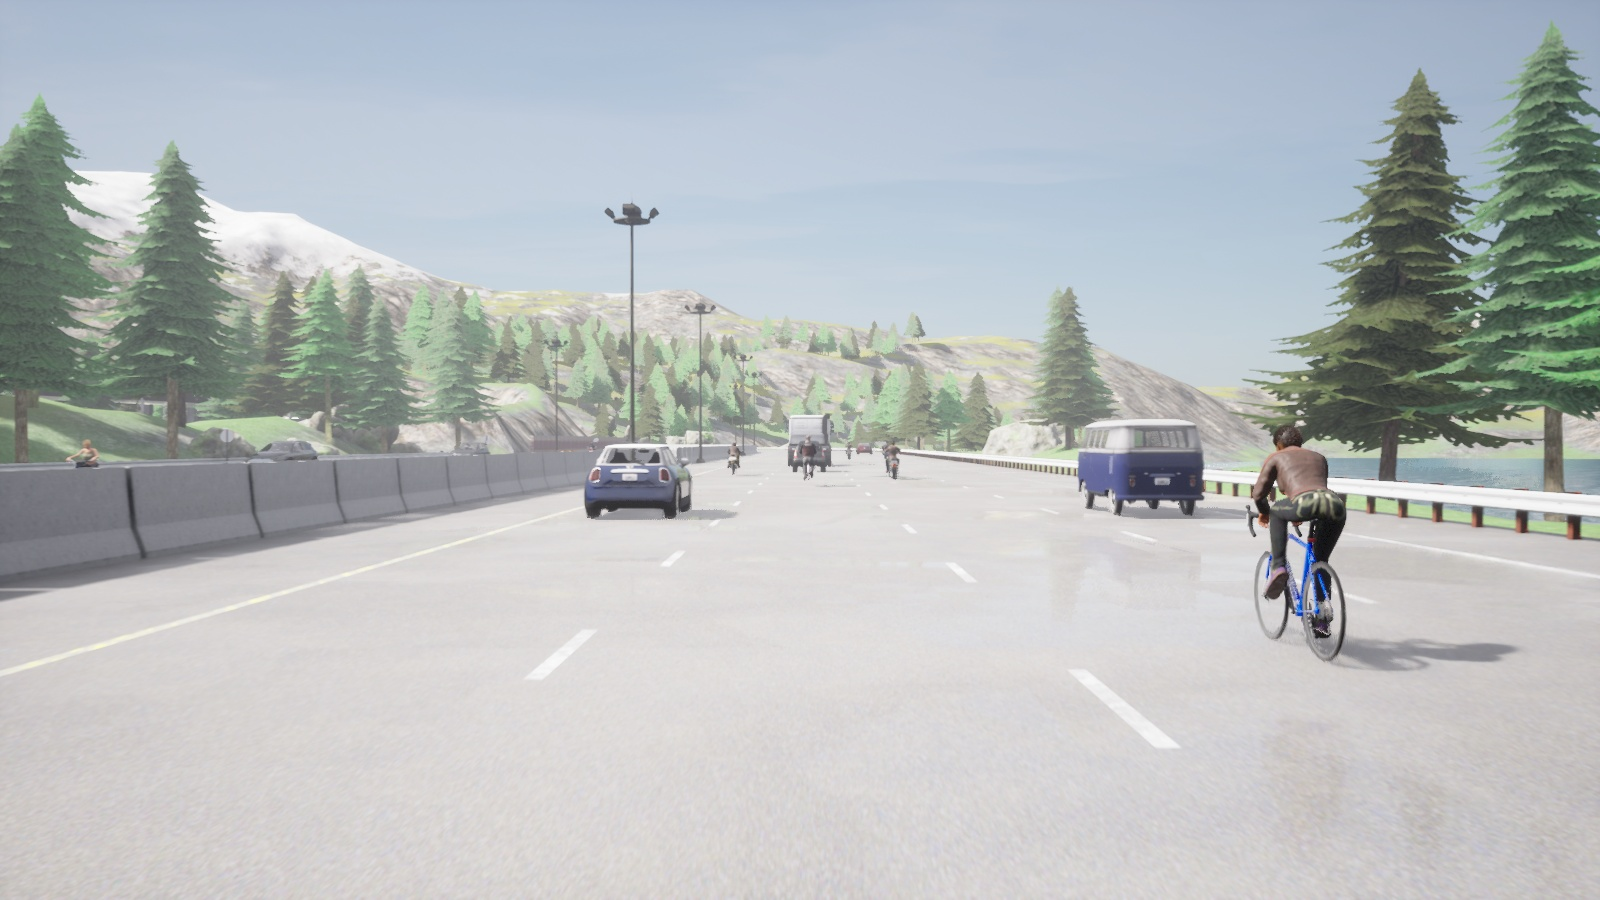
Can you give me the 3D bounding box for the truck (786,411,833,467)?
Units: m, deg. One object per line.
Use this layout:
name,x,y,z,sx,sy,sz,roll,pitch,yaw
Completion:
truck,0.625,-0.699,82.307,2.891,3.462,7.936,0,0,1

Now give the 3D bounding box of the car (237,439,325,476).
car,-24.084,0.328,58.472,2.033,1.649,4.856,0,0,0

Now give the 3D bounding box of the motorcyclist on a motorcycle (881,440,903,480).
motorcyclist on a motorcycle,3.868,0.403,52.715,0.766,1.649,2.350,0,0,1

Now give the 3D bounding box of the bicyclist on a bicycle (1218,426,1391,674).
bicyclist on a bicycle,3.568,0.651,9.027,0.582,1.620,1.656,0,0,0

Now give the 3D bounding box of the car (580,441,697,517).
car,-3.329,0.560,26.541,1.970,1.475,3.806,0,0,0

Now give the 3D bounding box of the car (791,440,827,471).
car,0.484,0.273,66.030,1.851,1.617,3.988,0,0,1

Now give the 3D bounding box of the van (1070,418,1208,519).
van,7.175,0.352,27.032,1.775,1.987,4.442,0,0,0

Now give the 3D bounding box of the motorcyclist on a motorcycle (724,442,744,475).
motorcyclist on a motorcycle,-3.077,0.394,58.951,0.797,1.523,2.044,0,0,0

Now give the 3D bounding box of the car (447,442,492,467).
car,-20.415,0.269,77.751,1.789,1.549,3.705,0,0,1
